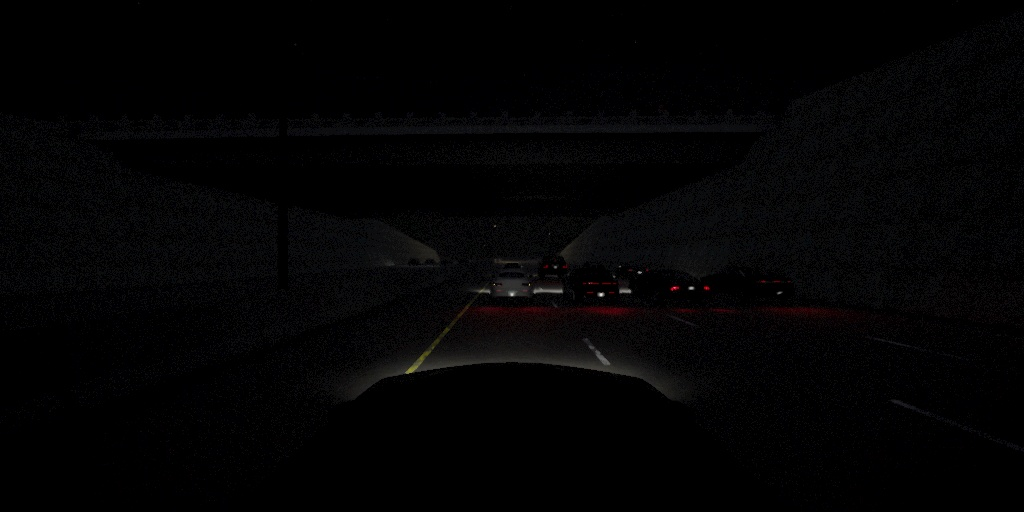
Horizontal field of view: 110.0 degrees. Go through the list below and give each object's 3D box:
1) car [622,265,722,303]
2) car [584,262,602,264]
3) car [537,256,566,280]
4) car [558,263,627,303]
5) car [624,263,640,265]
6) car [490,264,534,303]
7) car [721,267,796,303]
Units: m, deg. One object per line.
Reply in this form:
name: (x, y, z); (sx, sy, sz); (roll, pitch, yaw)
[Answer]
car: (7.000, 1.310, 16.500); (2.033, 1.411, 5.357); (0, 0, 0)
car: (7.000, 1.243, 31.500); (2.128, 1.511, 4.902); (0, 0, 0)
car: (3.500, 1.005, 31.530); (2.150, 2.045, 5.566); (0, 0, 0)
car: (3.500, 1.264, 16.500); (1.837, 1.490, 4.892); (0, 0, 0)
car: (10.500, 1.320, 31.500); (1.994, 1.385, 4.181); (0, 0, 0)
car: (0.000, 1.280, 16.500); (1.812, 1.442, 4.674); (0, 0, 0)
car: (10.500, 1.242, 16.500); (2.128, 1.511, 4.902); (0, 0, 0)
